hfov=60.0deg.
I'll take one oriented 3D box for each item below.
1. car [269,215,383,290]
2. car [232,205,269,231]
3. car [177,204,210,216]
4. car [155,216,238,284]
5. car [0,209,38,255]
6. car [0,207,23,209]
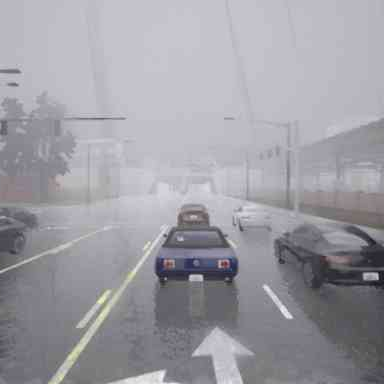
[{"bbox_3d":[3.607,1.540,9.016,1.812,1.442,4.674,0,0,0],"label":"car"},{"bbox_3d":[3.603,1.524,20.431,1.812,1.442,4.674,0,0,0],"label":"car"},{"bbox_3d":[0.100,1.493,21.873,2.163,1.488,4.792,0,0,0],"label":"car"},{"bbox_3d":[0.102,1.613,9.581,1.895,1.301,4.718,0,0,0],"label":"car"},{"bbox_3d":[-7.071,1.505,10.486,2.128,1.511,4.902,0,0,0],"label":"car"},{"bbox_3d":[-10.503,1.571,18.901,1.994,1.385,4.181,0,0,0],"label":"car"}]
